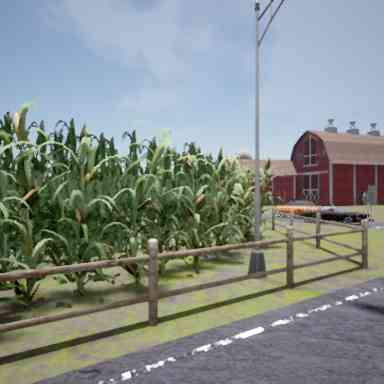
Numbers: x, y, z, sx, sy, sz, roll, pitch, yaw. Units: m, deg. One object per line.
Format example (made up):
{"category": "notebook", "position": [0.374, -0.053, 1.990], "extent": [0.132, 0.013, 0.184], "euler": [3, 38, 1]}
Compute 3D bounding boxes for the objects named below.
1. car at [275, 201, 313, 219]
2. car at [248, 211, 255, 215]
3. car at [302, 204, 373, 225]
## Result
{"category": "car", "position": [10.250, 1.672, 32.923], "extent": [2.097, 1.767, 4.553], "euler": [1, -1, -29]}
{"category": "car", "position": [5.605, 1.935, 35.452], "extent": [1.994, 1.385, 4.181], "euler": [0, -1, -27]}
{"category": "car", "position": [11.128, 1.784, 25.481], "extent": [1.895, 1.301, 4.718], "euler": [1, -1, -30]}
